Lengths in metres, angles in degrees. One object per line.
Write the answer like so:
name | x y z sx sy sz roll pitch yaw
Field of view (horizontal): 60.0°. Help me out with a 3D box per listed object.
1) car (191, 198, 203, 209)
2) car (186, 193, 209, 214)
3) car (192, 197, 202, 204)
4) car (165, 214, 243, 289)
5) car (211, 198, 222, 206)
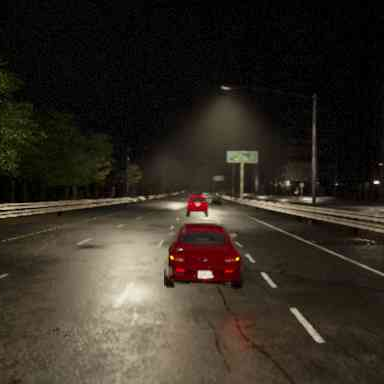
car | 0.830 1.771 53.302 1.837 1.490 4.892 1 0 1
car | 0.592 1.416 35.343 2.150 2.045 5.566 1 0 1
car | 1.140 1.864 71.325 1.994 1.385 4.181 1 0 1
car | 0.300 1.583 9.296 1.812 1.442 4.674 1 0 1
car | 4.589 1.830 62.973 1.882 1.535 5.008 1 0 1
